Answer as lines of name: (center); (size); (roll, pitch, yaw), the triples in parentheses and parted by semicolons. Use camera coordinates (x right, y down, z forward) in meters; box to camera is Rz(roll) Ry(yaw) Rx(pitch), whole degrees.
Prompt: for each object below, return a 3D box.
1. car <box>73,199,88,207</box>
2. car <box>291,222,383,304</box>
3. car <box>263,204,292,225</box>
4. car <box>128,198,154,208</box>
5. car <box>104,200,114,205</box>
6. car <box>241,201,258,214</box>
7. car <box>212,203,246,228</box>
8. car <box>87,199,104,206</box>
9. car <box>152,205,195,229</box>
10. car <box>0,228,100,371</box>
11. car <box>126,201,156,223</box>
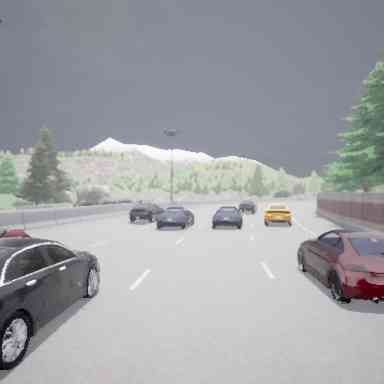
car: (-17.716, 1.914, 55.190); (1.812, 1.442, 4.674); (0, 0, 20)
car: (4.058, 1.626, 8.336); (1.994, 1.385, 4.181); (0, 0, 4)
car: (6.634, 1.666, 25.958); (1.882, 1.535, 5.008); (0, 0, 12)
car: (-7.891, 1.676, 51.487); (1.895, 1.301, 4.718); (0, 0, 20)
car: (-11.159, 1.628, 52.741); (2.033, 1.411, 5.357); (0, 0, 20)
car: (6.653, 1.789, 39.424); (1.837, 1.490, 4.892); (0, 0, 17)
car: (2.608, 1.734, 23.639); (1.994, 1.385, 4.181); (0, 0, 11)
car: (-14.438, 1.943, 53.964); (1.994, 1.385, 4.181); (0, 0, 20)
car: (-1.058, 1.728, 23.065); (1.994, 1.385, 4.181); (0, 0, 10)
car: (-3.118, 1.545, 5.757); (1.837, 1.490, 4.892); (0, -1, 3)
car: (-3.676, 1.702, 27.855); (1.837, 1.490, 4.892); (0, 0, 12)
